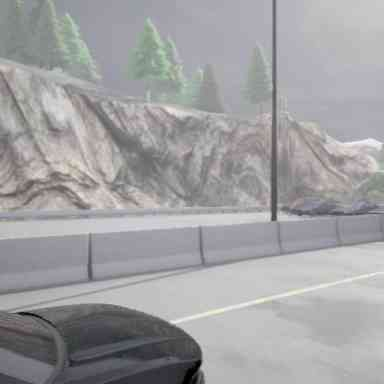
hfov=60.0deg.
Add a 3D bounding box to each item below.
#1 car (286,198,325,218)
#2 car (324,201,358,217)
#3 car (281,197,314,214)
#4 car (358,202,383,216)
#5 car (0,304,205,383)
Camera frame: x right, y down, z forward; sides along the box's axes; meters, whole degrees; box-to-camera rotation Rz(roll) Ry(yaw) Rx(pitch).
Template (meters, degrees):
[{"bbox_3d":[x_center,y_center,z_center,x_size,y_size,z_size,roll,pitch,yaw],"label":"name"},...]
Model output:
[{"bbox_3d":[11.685,1.555,30.543,5.357,1.411,2.033,0,0,-25],"label":"car"},{"bbox_3d":[14.034,1.561,27.772,5.357,1.411,2.033,0,0,-25],"label":"car"},{"bbox_3d":[11.408,1.358,34.203,4.553,1.767,2.097,0,0,-24],"label":"car"},{"bbox_3d":[14.540,1.579,24.103,4.181,1.385,1.994,0,0,-25],"label":"car"},{"bbox_3d":[-2.165,1.473,2.117,5.008,1.535,1.882,0,0,-35],"label":"car"}]
